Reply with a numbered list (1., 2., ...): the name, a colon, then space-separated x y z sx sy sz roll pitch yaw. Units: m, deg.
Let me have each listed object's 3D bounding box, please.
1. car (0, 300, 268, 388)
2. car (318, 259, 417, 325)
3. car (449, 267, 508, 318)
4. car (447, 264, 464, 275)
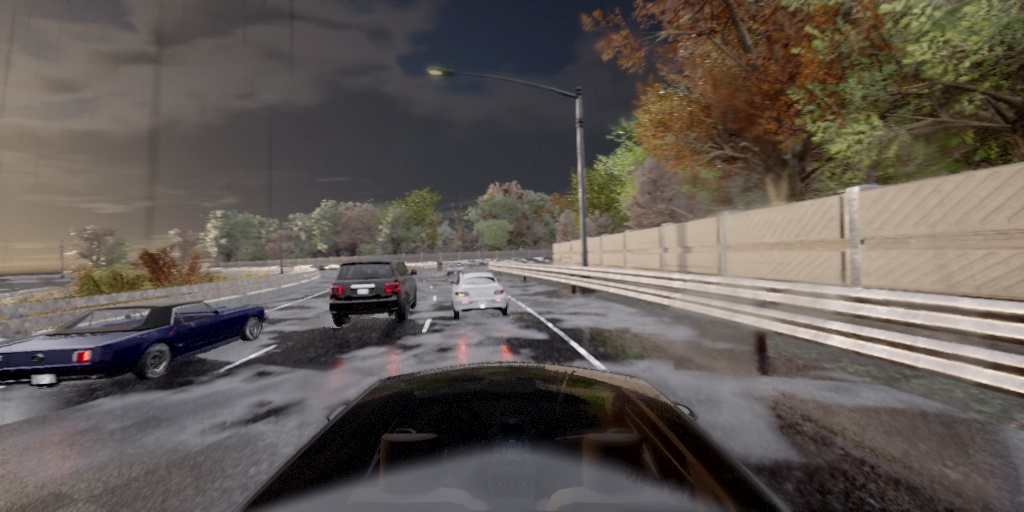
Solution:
1. car: -7.465 1.613 7.725 1.895 1.301 4.718 -2 0 -7
2. car: -4.743 1.130 12.963 2.150 2.045 5.566 -2 0 -10
3. car: -1.297 1.310 13.339 1.812 1.442 4.674 -2 0 -9
4. car: -6.614 1.547 42.559 1.895 1.301 4.718 -2 0 -6
